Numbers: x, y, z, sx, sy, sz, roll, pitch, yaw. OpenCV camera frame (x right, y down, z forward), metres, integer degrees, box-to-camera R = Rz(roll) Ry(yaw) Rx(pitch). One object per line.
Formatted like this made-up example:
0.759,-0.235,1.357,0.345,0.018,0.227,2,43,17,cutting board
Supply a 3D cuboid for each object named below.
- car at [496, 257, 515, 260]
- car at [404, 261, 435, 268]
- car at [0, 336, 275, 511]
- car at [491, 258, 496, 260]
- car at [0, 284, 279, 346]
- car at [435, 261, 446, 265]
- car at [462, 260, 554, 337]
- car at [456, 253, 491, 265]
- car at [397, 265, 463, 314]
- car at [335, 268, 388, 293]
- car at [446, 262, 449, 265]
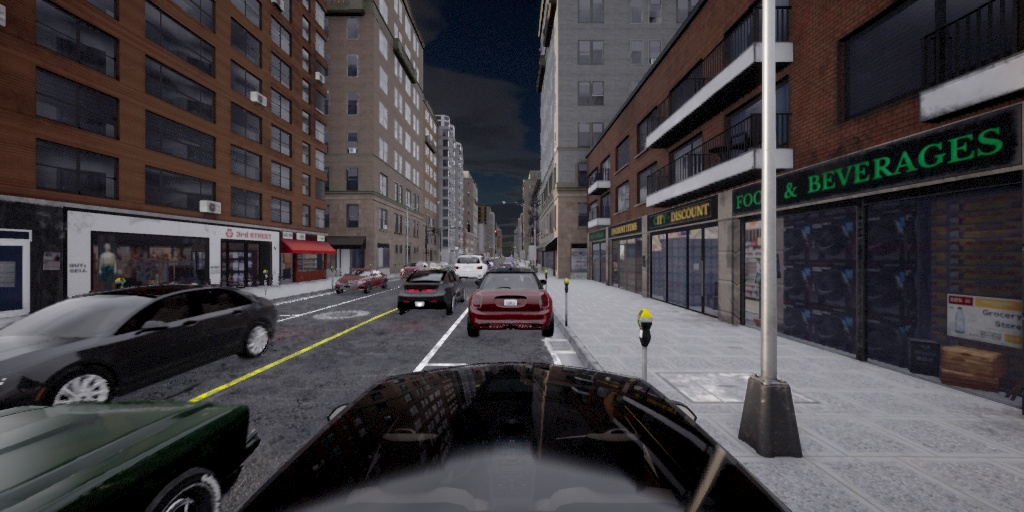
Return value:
-0.383,1.190,36.951,1.967,1.591,4.097,0,0,0,car
-8.408,1.190,31.425,1.967,1.591,4.097,0,0,0,car
-2.922,1.350,0.670,1.895,1.301,4.718,0,0,0,car
-2.921,1.275,42.393,1.812,1.442,4.674,0,0,0,car
-5.867,1.255,5.620,1.837,1.490,4.892,0,0,0,car
-8.408,1.275,36.773,1.751,1.417,4.829,0,0,0,car
-0.033,1.102,10.470,2.097,1.767,4.553,0,0,0,car
-3.019,0.972,27.319,2.150,2.045,5.566,0,0,0,car
-2.923,1.256,13.771,1.837,1.490,4.892,0,0,0,car
-8.408,1.332,20.388,1.802,1.307,4.207,0,0,0,car
-8.408,1.300,42.461,2.007,1.370,4.403,0,0,0,car
